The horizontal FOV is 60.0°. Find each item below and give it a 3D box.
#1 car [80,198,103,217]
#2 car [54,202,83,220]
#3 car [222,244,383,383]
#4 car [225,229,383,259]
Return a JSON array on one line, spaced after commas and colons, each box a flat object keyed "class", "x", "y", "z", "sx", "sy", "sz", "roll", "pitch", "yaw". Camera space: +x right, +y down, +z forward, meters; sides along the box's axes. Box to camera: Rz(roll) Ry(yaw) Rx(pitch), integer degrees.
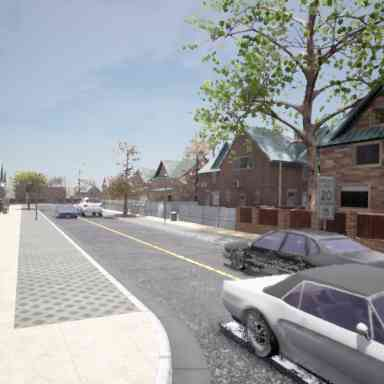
[{"class": "car", "x": -11.667, "y": 1.698, "z": 37.715, "sx": 2.150, "sy": 2.045, "sz": 5.566, "roll": 2, "pitch": -3, "yaw": -27}, {"class": "car", "x": -12.479, "y": 1.903, "z": 32.840, "sx": 2.033, "sy": 1.411, "sz": 5.357, "roll": 2, "pitch": -1, "yaw": -27}, {"class": "car", "x": 2.332, "y": 1.658, "z": 3.802, "sx": 1.895, "sy": 1.301, "sz": 4.718, "roll": 1, "pitch": -1, "yaw": -27}, {"class": "car", "x": 2.944, "y": 1.721, "z": 9.094, "sx": 2.033, "sy": 1.411, "sz": 5.357, "roll": 2, "pitch": -1, "yaw": -27}]
